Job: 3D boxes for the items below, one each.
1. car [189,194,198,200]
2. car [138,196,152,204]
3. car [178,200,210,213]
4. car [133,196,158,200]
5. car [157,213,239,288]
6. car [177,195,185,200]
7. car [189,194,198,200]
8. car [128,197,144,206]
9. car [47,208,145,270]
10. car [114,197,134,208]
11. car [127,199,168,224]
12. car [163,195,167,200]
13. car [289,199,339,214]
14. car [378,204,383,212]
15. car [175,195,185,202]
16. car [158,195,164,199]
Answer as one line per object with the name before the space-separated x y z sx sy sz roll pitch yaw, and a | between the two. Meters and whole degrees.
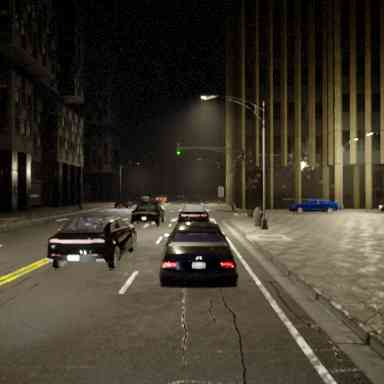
car | 0.427 1.381 87.368 2.128 1.511 4.902 0 0 0
car | -9.438 1.587 67.467 2.033 1.411 5.357 0 0 0
car | 0.136 1.537 21.255 2.128 1.511 4.902 0 0 1
car | -6.372 1.548 46.361 2.128 1.511 4.902 0 0 0
car | 0.145 1.572 9.407 2.033 1.411 5.357 0 0 0
car | -2.823 1.451 87.414 1.895 1.301 4.718 0 0 0
car | 0.375 1.524 76.945 1.837 1.490 4.892 0 0 0
car | -9.557 1.575 56.962 1.812 1.442 4.674 0 0 1
car | -3.097 1.520 11.157 2.128 1.511 4.902 0 0 0
car | -9.617 1.582 46.989 1.812 1.442 4.674 0 0 0
car | -3.036 1.524 23.591 1.882 1.535 5.008 0 0 0
car | -6.184 1.392 67.935 2.097 1.767 4.553 0 0 1
car | 12.704 1.476 34.900 5.008 1.535 1.882 0 -1 1
car | 22.170 1.450 34.872 4.902 1.511 2.128 0 -1 0
car | -2.875 1.549 76.962 2.128 1.511 4.902 0 0 0
car | -6.314 1.651 56.345 1.895 1.301 4.718 0 0 1
